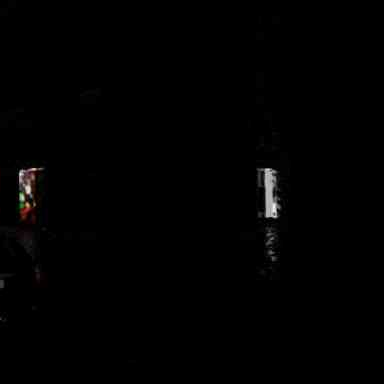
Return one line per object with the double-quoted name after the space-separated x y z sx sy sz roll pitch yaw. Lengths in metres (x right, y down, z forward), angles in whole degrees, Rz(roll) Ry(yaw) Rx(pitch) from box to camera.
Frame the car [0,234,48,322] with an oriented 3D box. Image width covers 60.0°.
-4.509 1.413 6.111 4.097 1.590 1.967 0 -1 36 "car"
